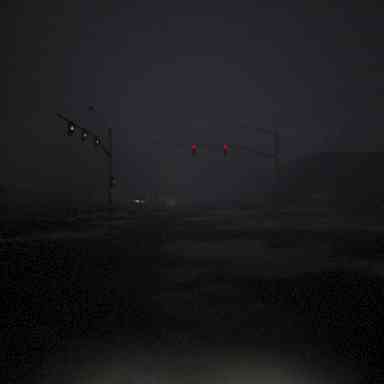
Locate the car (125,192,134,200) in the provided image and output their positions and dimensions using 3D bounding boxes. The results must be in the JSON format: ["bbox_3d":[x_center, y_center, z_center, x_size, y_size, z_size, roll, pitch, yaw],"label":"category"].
[{"bbox_3d":[-14.983,0.959,82.483,2.150,2.045,5.566,0,0,0],"label":"car"}]

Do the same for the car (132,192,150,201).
[{"bbox_3d":[-11.485,1.297,75.264,2.033,1.411,5.357,0,0,0],"label":"car"}]
